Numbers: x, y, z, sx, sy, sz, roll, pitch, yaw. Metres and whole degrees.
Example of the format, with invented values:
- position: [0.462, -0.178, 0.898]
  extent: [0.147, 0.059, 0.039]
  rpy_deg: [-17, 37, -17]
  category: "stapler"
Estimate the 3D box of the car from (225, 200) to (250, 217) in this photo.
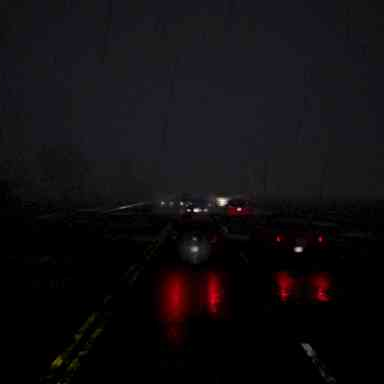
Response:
- position: [3.861, 1.322, 28.385]
  extent: [1.994, 1.385, 4.181]
  rpy_deg: [0, 1, 3]
  category: "car"

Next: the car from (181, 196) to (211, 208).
- position: [0.490, 1.325, 26.081]
  extent: [2.033, 1.411, 5.357]
  rpy_deg: [0, 1, 3]
  category: "car"

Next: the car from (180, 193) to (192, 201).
- position: [-0.896, 0.984, 58.791]
  extent: [1.837, 1.490, 4.892]
  rpy_deg: [0, 1, 5]
  category: "car"

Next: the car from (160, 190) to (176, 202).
- position: [-4.134, 0.699, 59.053]
  extent: [2.150, 2.045, 5.566]
  rpy_deg: [0, 1, 5]
  category: "car"

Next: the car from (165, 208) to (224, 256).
- position: [0.149, 1.494, 12.670]
  extent: [1.895, 1.301, 4.718]
  rpy_deg: [0, 1, 2]
  category: "car"

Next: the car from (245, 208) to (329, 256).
- position: [3.399, 1.494, 12.630]
  extent: [1.895, 1.301, 4.718]
  rpy_deg: [0, 1, 2]
  category: "car"
